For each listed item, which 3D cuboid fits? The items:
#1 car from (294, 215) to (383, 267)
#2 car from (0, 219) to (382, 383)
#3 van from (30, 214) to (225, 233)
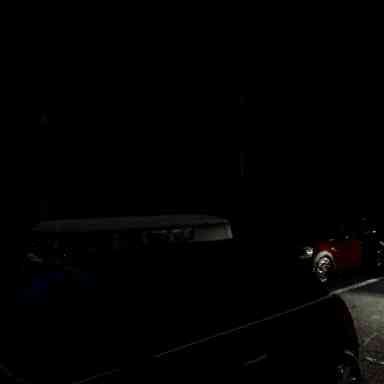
[{"bbox_3d":[3.584,1.411,9.320,4.097,1.590,1.967,0,0,-35],"label":"car"},{"bbox_3d":[-0.514,1.348,3.062,4.553,1.767,2.097,0,0,-34],"label":"car"},{"bbox_3d":[-1.032,1.332,6.029,3.998,1.788,1.690,0,0,-35],"label":"van"}]
